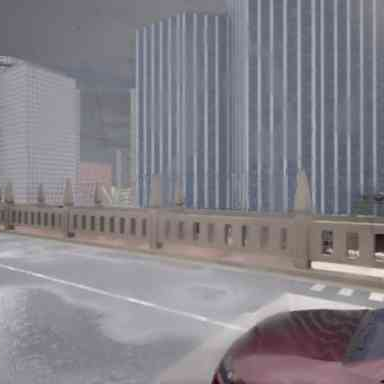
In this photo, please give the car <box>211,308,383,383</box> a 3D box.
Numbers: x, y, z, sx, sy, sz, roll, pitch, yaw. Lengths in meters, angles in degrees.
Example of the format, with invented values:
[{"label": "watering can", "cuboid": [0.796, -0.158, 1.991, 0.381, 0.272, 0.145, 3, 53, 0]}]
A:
[{"label": "car", "cuboid": [2.189, 1.564, 2.433, 4.181, 1.385, 1.994, 0, 0, 35]}]
